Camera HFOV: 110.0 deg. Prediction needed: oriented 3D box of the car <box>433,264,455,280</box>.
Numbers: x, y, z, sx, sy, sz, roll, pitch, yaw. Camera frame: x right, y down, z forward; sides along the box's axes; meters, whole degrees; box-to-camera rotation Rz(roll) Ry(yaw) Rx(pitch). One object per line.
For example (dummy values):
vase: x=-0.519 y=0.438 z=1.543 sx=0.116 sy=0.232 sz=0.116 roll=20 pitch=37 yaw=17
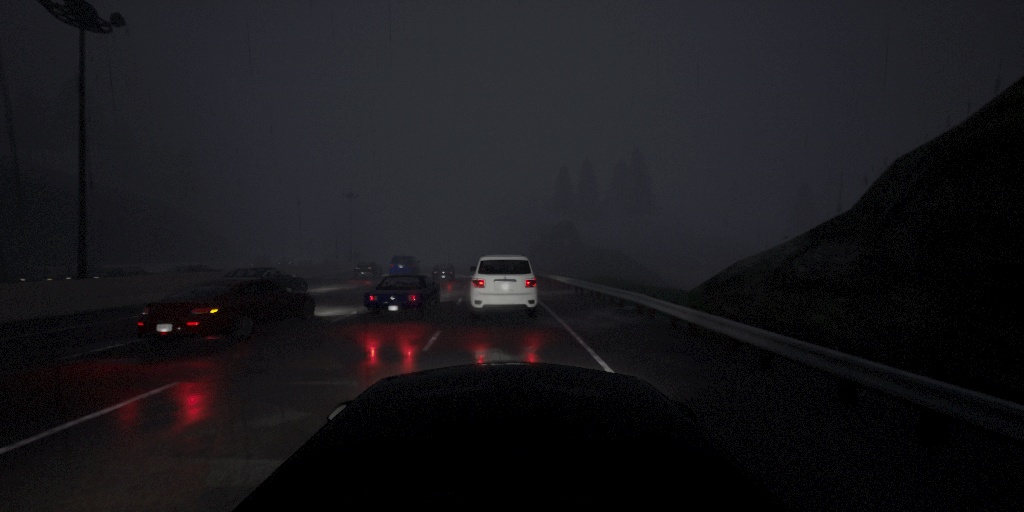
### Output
car: x=-5.859 y=1.367 z=30.963 sx=1.895 sy=1.301 sz=4.718 roll=0 pitch=0 yaw=-9

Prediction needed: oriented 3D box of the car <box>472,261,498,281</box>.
car: x=-2.483 y=1.264 z=31.861 sx=1.837 sy=1.490 sz=4.892 roll=0 pitch=0 yaw=-9

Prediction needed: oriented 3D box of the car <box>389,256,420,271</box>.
car: x=-9.642 y=0.996 z=32.418 sx=2.150 sy=2.045 sz=5.566 roll=0 pitch=0 yaw=-9

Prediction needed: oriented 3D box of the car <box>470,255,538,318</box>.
car: x=-0.364 y=0.974 z=13.266 sx=2.150 sy=2.045 sz=5.566 roll=0 pitch=0 yaw=-4

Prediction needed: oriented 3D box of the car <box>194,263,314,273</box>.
car: x=-11.125 y=1.268 z=16.161 sx=2.128 sy=1.511 sz=4.902 roll=0 pitch=0 yaw=-4

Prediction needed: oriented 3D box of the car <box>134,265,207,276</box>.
car: x=-22.857 y=1.350 z=25.223 sx=2.033 sy=1.411 sz=5.357 roll=0 pitch=0 yaw=-8

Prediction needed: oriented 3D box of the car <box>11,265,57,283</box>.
car: x=-29.854 y=1.365 z=24.732 sx=2.033 sy=1.411 sz=5.357 roll=0 pitch=0 yaw=-8

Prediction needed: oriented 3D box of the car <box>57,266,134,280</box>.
car: x=-26.194 y=1.410 z=23.713 sx=1.895 sy=1.301 sz=4.718 roll=0 pitch=0 yaw=-8

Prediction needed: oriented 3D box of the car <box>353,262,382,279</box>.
car: x=-13.410 y=1.274 z=33.539 sx=2.128 sy=1.511 sz=4.902 roll=0 pitch=0 yaw=-10

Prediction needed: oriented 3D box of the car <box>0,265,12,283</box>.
car: x=-33.180 y=1.316 z=23.050 sx=2.128 sy=1.511 sz=4.902 roll=0 pitch=0 yaw=-8

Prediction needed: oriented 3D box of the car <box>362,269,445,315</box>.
car: x=-3.891 y=1.361 z=13.551 sx=1.895 sy=1.301 sz=4.718 roll=0 pitch=0 yaw=-4

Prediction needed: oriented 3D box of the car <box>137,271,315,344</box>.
car: x=-7.193 y=1.292 z=9.612 sx=1.812 sy=1.442 sz=4.674 roll=0 pitch=0 yaw=-3
